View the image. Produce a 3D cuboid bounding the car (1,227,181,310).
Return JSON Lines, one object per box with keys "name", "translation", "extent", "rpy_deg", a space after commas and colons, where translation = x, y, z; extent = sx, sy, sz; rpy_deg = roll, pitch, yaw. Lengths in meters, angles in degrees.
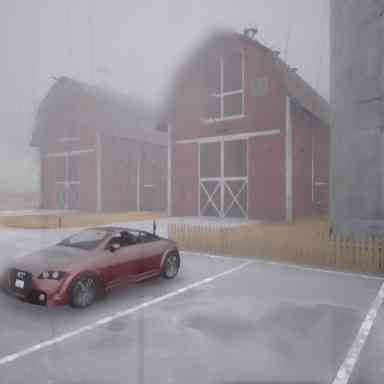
{"name": "car", "translation": [-2.108, 1.546, 7.901], "extent": [1.994, 1.381, 4.181], "rpy_deg": [0, 0, 35]}
